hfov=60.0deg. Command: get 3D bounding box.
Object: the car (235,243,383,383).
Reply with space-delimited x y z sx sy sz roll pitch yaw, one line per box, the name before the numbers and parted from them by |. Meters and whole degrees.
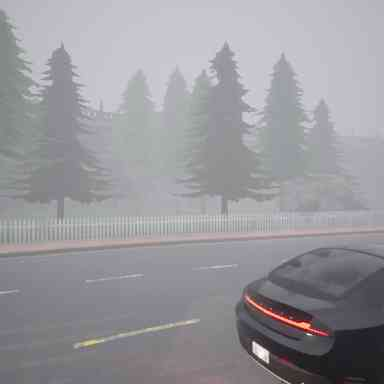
car | 2.945 1.505 4.679 4.892 1.490 1.837 0 0 -25
